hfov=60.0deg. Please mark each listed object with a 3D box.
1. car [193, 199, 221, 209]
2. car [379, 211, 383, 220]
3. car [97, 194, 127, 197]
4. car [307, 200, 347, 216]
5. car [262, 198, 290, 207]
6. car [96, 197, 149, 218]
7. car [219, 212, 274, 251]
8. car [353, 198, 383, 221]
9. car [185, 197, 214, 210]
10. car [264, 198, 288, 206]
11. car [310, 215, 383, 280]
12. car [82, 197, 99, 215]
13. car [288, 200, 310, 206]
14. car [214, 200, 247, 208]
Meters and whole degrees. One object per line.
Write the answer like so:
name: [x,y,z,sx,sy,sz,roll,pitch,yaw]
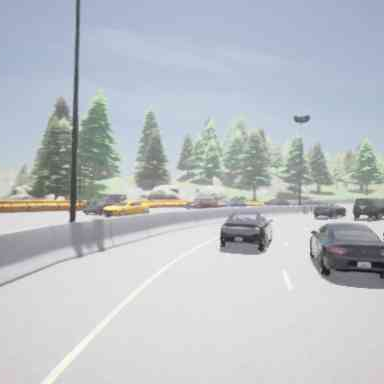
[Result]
car: [2.347,1.811,51.843,4.181,1.385,1.994,1,0,-41]
car: [10.360,1.867,15.804,1.812,1.442,4.674,1,-1,24]
car: [-9.675,1.222,38.030,2.150,2.045,5.566,1,0,34]
car: [14.049,1.874,33.711,2.128,1.511,4.902,0,0,44]
car: [15.397,1.902,60.982,5.008,1.535,1.882,1,0,-28]
car: [-5.958,1.530,30.510,1.882,1.535,5.008,1,0,31]
car: [2.583,1.646,15.142,2.128,1.511,4.902,1,-1,19]
car: [17.938,1.646,32.837,5.566,2.045,2.150,1,-1,-41]
car: [1.155,1.576,45.898,4.553,1.767,2.097,1,0,-45]
car: [14.695,1.973,56.591,4.181,1.385,1.994,1,0,-30]
car: [4.895,1.707,10.630,1.812,1.442,4.674,1,-1,14]
car: [-8.668,1.529,32.958,1.812,1.442,4.674,1,0,31]
car: [19.058,2.008,54.891,5.357,1.411,2.033,1,0,-28]
car: [5.547,1.814,45.133,4.674,1.442,1.812,1,0,-43]
